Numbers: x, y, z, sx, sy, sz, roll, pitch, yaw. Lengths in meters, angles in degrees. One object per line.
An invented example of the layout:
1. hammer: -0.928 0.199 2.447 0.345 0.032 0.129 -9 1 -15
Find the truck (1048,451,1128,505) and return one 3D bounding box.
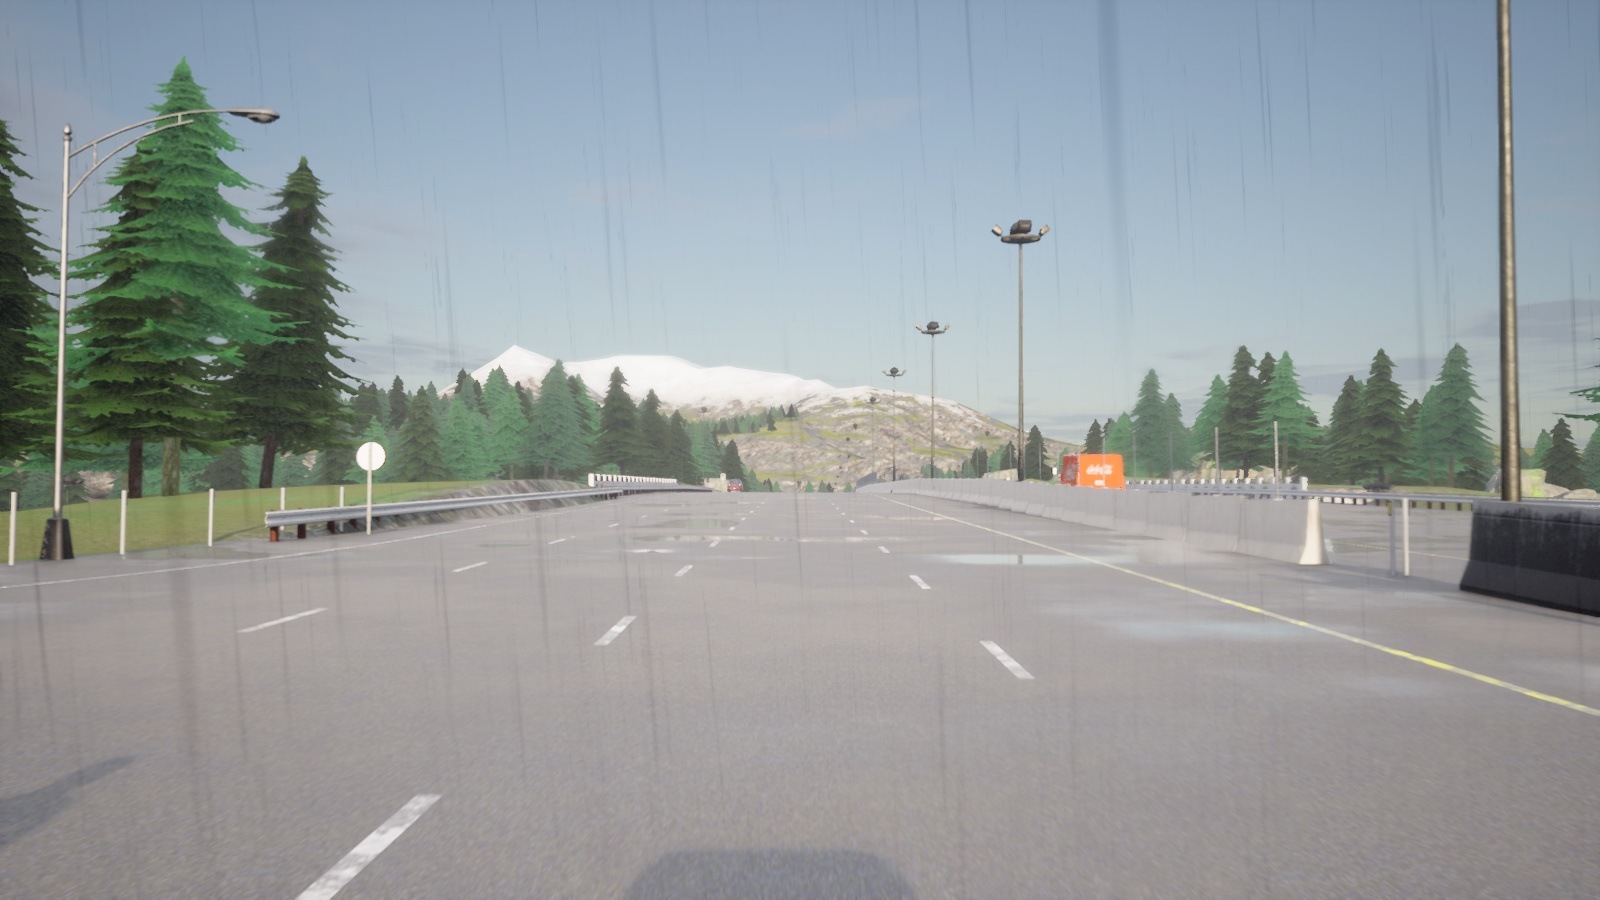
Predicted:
1. truck: 13.886 1.349 60.896 2.627 2.467 5.204 0 -1 0
